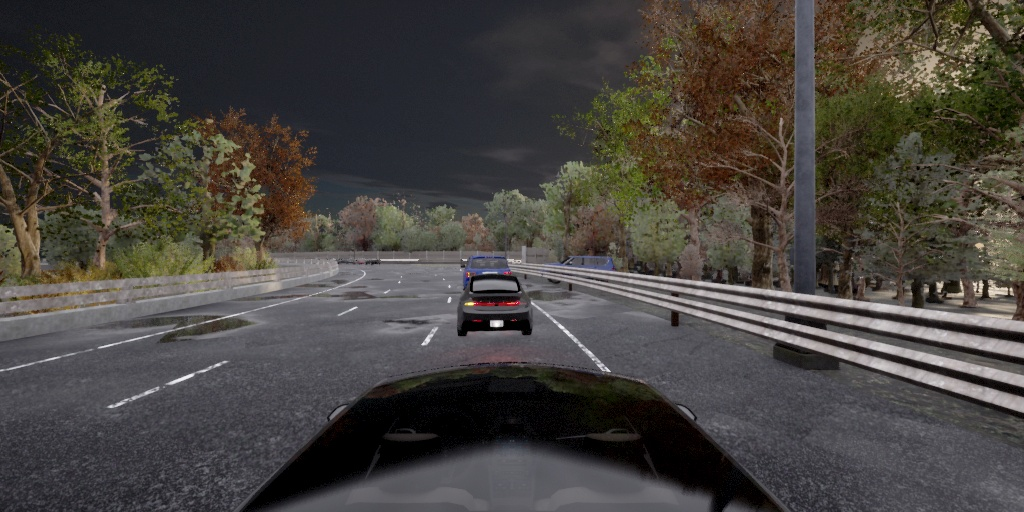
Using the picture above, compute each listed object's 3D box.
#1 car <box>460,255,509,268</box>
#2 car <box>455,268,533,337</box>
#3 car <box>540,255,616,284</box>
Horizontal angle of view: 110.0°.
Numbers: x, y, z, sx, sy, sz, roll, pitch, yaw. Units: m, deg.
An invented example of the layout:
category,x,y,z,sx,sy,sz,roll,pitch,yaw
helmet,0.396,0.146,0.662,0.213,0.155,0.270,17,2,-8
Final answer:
category,x,y,z,sx,sy,sz,roll,pitch,yaw
car,-1.333,0.971,17.847,2.150,2.045,5.566,0,0,-9
car,-0.558,1.255,10.372,1.837,1.490,4.892,0,0,-5
car,4.798,0.970,26.168,5.566,2.045,2.150,3,2,-4
